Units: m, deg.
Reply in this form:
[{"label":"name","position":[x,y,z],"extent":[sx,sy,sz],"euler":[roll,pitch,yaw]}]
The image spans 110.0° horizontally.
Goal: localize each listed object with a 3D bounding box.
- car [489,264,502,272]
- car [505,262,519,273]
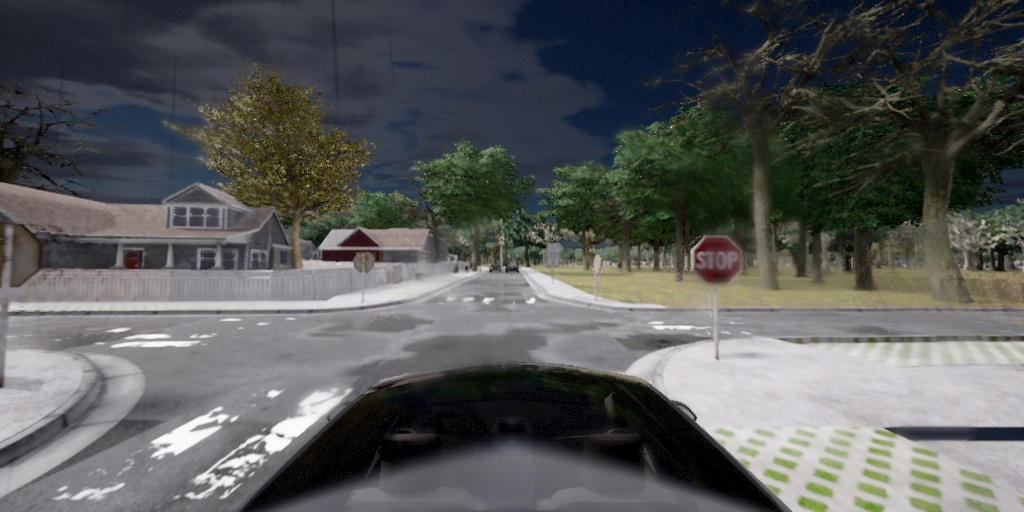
[{"label":"car","position":[-2.714,1.995,59.733],"extent":[1.994,1.385,4.181],"euler":[0,-1,0]},{"label":"car","position":[0.031,1.720,55.120],"extent":[2.097,1.767,4.553],"euler":[0,-1,0]}]
